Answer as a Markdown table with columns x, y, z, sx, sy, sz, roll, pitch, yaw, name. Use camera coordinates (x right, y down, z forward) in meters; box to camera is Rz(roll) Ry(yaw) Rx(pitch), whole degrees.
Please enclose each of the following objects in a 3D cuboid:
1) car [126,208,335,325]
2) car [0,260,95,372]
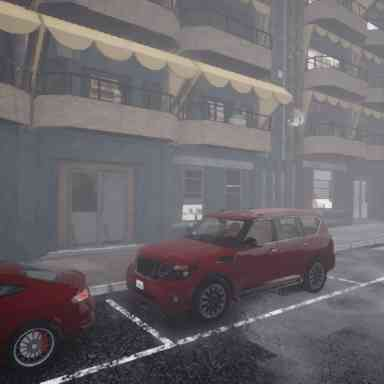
| x | y | z | sx | sy | sz | roll | pitch | yaw | name |
| --- | --- | --- | --- | --- | --- | --- | --- | --- | --- |
| 1.124 | 1.318 | 7.341 | 5.009 | 1.841 | 2.192 | 0 | 1 | -35 | car |
| -3.374 | 1.582 | 4.137 | 4.206 | 1.307 | 1.802 | 0 | 1 | -35 | car |
